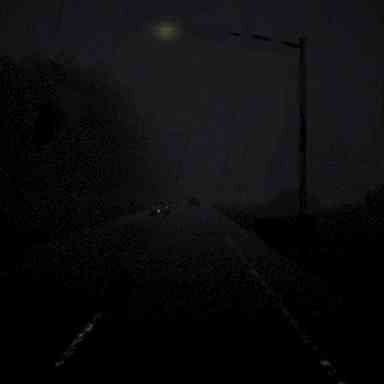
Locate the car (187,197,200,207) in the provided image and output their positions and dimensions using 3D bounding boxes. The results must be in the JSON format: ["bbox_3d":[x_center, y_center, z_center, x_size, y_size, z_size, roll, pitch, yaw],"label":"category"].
[{"bbox_3d":[0.235,1.584,56.577,2.097,1.767,4.553,0,0,0],"label":"car"}]

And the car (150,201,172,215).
[{"bbox_3d":[-3.279,1.670,35.473,1.812,1.442,4.674,0,0,1],"label":"car"}]

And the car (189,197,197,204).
[{"bbox_3d":[0.177,1.804,73.491,1.837,1.490,4.892,0,0,0],"label":"car"}]
